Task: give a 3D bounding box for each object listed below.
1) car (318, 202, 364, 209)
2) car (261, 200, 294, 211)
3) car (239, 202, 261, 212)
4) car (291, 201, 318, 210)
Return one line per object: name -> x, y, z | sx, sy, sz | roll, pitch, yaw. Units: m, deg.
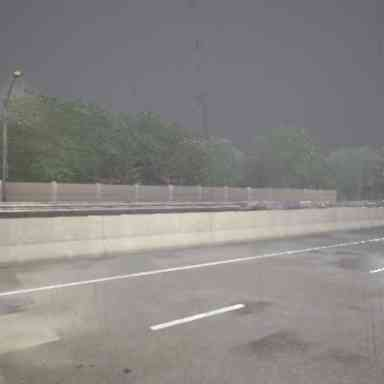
car -> 14.530, 1.710, 31.584 | 4.553, 1.767, 2.097 | 1, -1, -36
car -> 10.418, 1.710, 37.247 | 4.553, 1.767, 2.097 | 1, -1, -35
car -> 7.663, 1.873, 39.582 | 4.674, 1.442, 1.812 | 1, -1, -36
car -> 12.729, 1.926, 34.598 | 4.181, 1.385, 1.994 | 1, -1, -35
